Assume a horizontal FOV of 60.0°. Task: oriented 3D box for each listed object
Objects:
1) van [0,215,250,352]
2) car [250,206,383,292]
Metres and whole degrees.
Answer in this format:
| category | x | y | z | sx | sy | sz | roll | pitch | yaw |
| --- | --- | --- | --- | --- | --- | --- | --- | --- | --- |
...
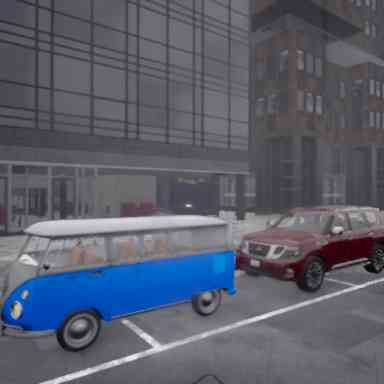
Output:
| category | x | y | z | sx | sy | sz | roll | pitch | yaw |
| --- | --- | --- | --- | --- | --- | --- | --- | --- | --- |
| van | -1.056 | 1.346 | 5.894 | 3.998 | 1.788 | 1.690 | 0 | 0 | -35 |
| car | 3.511 | 1.331 | 9.150 | 5.009 | 1.841 | 2.192 | 0 | 0 | -35 |
